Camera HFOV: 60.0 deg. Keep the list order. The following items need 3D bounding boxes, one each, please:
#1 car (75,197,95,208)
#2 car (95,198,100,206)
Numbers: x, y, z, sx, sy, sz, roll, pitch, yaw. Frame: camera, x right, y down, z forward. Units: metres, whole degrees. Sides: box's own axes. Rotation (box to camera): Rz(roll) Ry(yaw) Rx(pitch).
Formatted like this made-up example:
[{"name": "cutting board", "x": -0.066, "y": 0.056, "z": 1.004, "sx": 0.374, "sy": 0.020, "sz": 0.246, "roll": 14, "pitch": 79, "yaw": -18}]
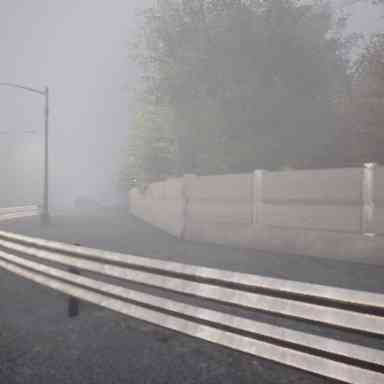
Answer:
[{"name": "car", "x": -20.901, "y": 1.979, "z": 64.053, "sx": 2.150, "sy": 2.045, "sz": 5.566, "roll": 0, "pitch": -1, "yaw": -6}, {"name": "car", "x": -21.904, "y": 2.197, "z": 74.276, "sx": 2.097, "sy": 1.767, "sz": 4.553, "roll": 0, "pitch": -1, "yaw": -6}]
